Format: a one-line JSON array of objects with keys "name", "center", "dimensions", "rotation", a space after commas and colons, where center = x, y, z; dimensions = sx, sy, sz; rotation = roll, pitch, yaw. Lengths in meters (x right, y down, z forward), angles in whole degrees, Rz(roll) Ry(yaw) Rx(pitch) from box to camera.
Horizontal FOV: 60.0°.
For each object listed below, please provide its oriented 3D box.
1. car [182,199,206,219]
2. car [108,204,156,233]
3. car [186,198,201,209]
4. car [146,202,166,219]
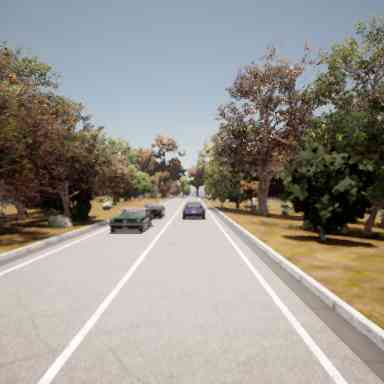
[{"name": "car", "center": [0.170, 1.553, 29.333], "dimensions": [1.994, 1.385, 4.181], "rotation": [0, 0, 0]}, {"name": "car", "center": [-3.515, 1.589, 19.703], "dimensions": [1.895, 1.301, 4.718], "rotation": [0, 0, 0]}, {"name": "car", "center": [0.227, 1.574, 45.462], "dimensions": [1.895, 1.301, 4.718], "rotation": [0, 0, 0]}, {"name": "car", "center": [-3.406, 1.593, 29.342], "dimensions": [1.895, 1.301, 4.718], "rotation": [0, 0, 0]}]
